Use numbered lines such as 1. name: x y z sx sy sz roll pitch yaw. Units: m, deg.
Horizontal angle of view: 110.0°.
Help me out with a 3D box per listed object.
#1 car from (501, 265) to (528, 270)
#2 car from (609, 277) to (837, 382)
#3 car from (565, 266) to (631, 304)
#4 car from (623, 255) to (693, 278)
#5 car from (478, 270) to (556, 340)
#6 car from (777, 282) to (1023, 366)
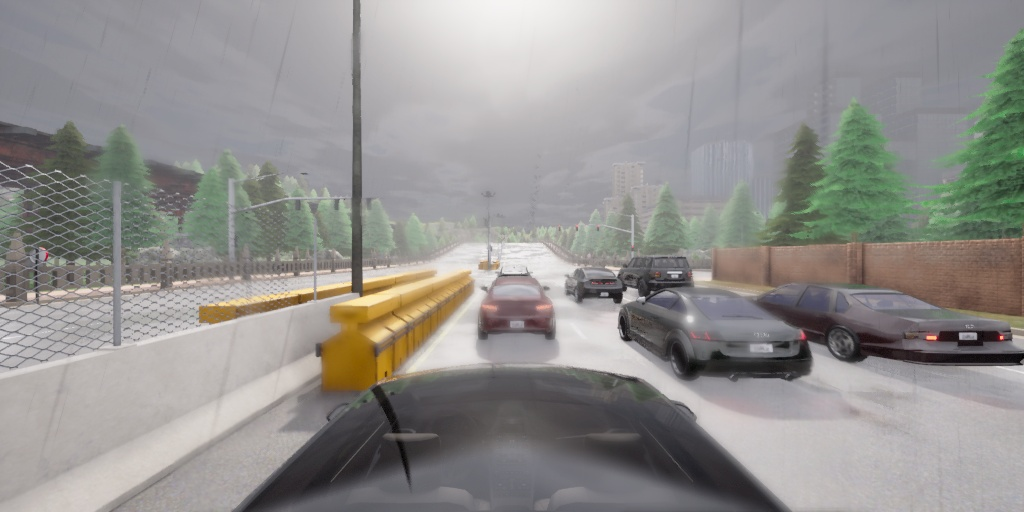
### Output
1. car: 0.116 1.241 19.109 2.128 1.511 4.902 0 0 0
2. car: 3.610 1.314 7.234 1.994 1.385 4.181 0 0 -1
3. car: 3.613 1.255 16.401 1.837 1.490 4.892 0 0 0
4. car: 7.114 0.972 18.341 2.150 2.045 5.566 0 0 0
5. car: 0.109 1.276 9.863 1.812 1.442 4.674 0 0 0
6. car: 7.106 1.297 8.099 2.033 1.411 5.357 0 0 0
